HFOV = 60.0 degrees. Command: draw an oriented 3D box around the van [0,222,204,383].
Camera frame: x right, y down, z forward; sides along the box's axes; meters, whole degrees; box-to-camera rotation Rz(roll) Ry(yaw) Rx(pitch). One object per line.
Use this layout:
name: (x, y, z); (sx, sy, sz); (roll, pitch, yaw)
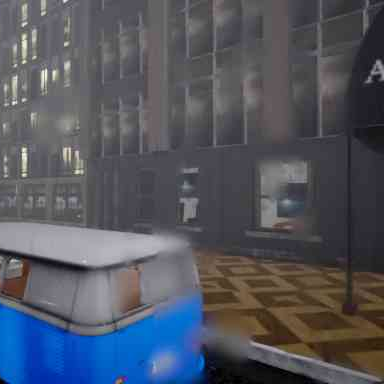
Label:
van: (-1.774, 1.341, 4.131); (3.998, 1.788, 1.690); (0, 0, 35)
